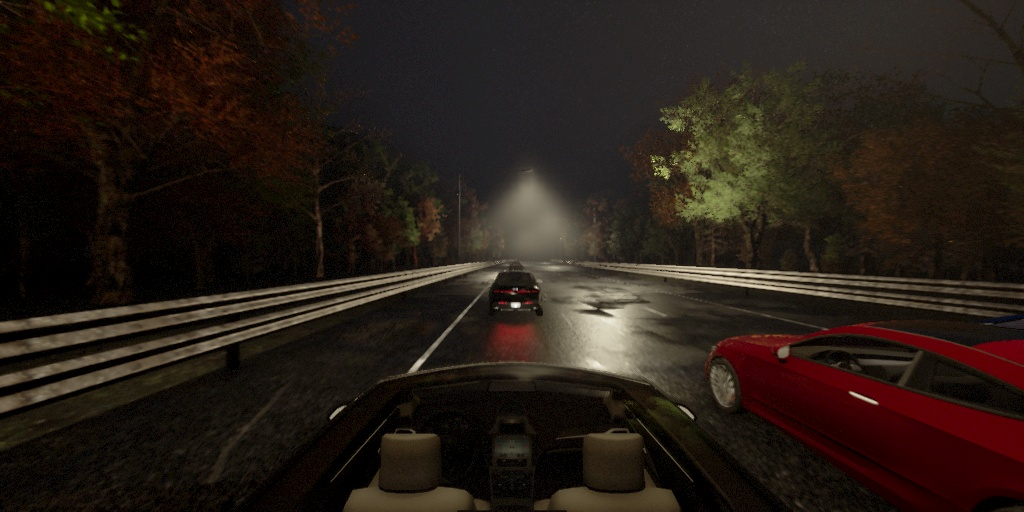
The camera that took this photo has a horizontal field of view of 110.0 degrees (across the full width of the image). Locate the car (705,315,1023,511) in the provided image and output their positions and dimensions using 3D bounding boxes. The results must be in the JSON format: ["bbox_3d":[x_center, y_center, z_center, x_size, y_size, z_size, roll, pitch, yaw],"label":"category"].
[{"bbox_3d":[3.602,1.284,3.060,1.812,1.442,4.674,0,0,0],"label":"car"}]

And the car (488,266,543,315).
[{"bbox_3d":[0.131,1.314,13.858,1.837,1.490,4.892,0,0,0],"label":"car"}]

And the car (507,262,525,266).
[{"bbox_3d":[0.515,1.461,44.665,1.837,1.490,4.892,0,0,1],"label":"car"}]

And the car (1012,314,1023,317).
[{"bbox_3d":[7.103,1.331,4.350,1.994,1.385,4.181,0,0,0],"label":"car"}]
